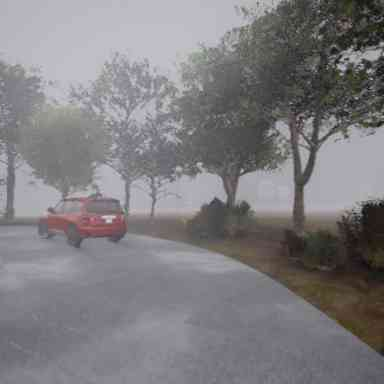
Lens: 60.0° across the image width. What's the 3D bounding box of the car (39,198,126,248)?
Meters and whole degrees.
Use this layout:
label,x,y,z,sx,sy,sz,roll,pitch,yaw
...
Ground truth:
label,x,y,z,sx,sy,sz,roll,pitch,yaw
car,-5.235,1.294,15.601,2.150,2.045,5.566,1,-1,-43
